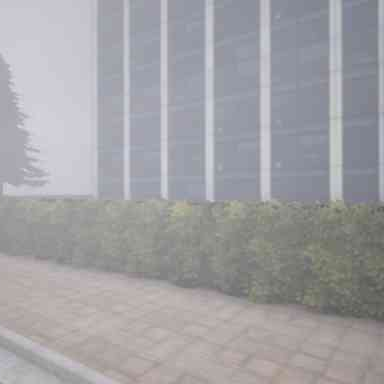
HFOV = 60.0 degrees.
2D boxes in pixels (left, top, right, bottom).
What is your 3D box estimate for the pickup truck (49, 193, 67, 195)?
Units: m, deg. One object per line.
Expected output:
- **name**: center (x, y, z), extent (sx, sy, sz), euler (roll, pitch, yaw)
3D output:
- **pickup truck**: center (-25.920, 1.247, 64.889), extent (6.274, 2.098, 2.390), euler (0, 0, -24)
